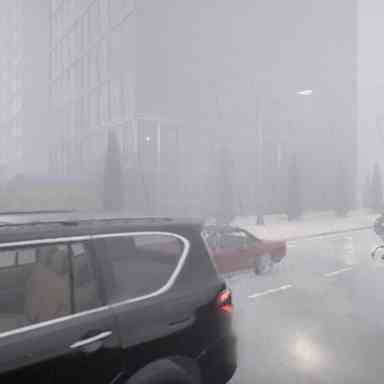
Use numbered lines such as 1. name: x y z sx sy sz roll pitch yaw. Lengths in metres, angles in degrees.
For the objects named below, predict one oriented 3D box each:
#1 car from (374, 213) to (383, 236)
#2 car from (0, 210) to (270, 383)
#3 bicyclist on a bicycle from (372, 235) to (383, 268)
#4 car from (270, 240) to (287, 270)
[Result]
1. car: 11.274 1.492 17.291 4.902 1.511 2.128 0 0 -38
2. car: -2.108 1.221 2.387 5.566 2.045 2.150 0 0 -38
3. bicyclist on a bicycle: 5.966 1.455 9.461 0.582 1.620 1.656 0 -2 -38
4. car: 0.335 1.601 8.747 4.718 1.301 1.895 0 0 -38
